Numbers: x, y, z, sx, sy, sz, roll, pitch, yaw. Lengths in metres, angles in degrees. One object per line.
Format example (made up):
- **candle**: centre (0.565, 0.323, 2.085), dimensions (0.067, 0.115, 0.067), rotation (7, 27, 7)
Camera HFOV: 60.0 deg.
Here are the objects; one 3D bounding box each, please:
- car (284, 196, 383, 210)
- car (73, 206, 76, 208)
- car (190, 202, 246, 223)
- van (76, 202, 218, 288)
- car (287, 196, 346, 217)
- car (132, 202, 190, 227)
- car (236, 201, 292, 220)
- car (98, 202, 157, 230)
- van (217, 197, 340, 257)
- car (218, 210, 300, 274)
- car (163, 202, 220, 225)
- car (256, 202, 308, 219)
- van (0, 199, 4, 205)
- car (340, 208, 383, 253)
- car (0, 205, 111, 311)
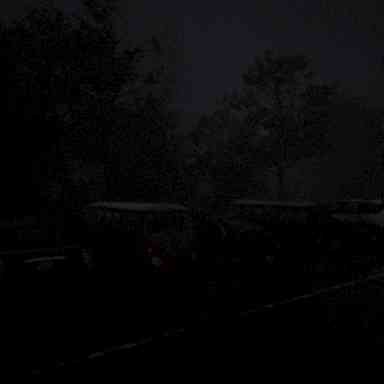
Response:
- **car**: centre (7.530, 1.341, 15.862), dimensions (2.435, 2.045, 5.566), rotation (1, 0, -36)
- **car**: centre (-6.971, 1.561, 21.532), dimensions (2.002, 1.452, 4.674), rotation (1, 0, -36)
- **car**: centre (2.072, 1.644, 28.040), dimensions (2.163, 1.488, 4.792), rotation (1, 0, -36)
- **van**: centre (-1.507, 1.272, 9.220), dimensions (1.878, 1.987, 4.442), rotation (1, 0, -36)
- **car**: centre (13.329, 1.506, 36.026), dimensions (2.435, 2.045, 5.566), rotation (1, 0, -36)
- **car**: centre (-2.438, 1.568, 24.771), dimensions (2.097, 1.535, 5.008), rotation (1, 0, -36)
- **car**: centre (6.621, 1.668, 31.253), dimensions (2.097, 1.535, 5.008), rotation (1, 0, -36)
- **car**: centre (-4.599, 1.542, 23.003), dimensions (1.946, 1.575, 5.366), rotation (1, 0, -36)
- **van**: centre (2.919, 1.319, 12.670), dimensions (1.878, 1.987, 4.442), rotation (1, 0, -36)
- **car**: centre (0.709, 1.523, 10.939), dimensions (2.231, 1.521, 4.892), rotation (1, 0, -36)
- **car**: centre (-0.159, 1.621, 26.372), dimensions (2.163, 1.488, 4.792), rotation (1, 0, -36)
- **car**: centre (8.783, 1.734, 32.804), dimensions (2.002, 1.452, 4.674), rotation (1, 0, -36)
- **van**: centre (-11.572, 1.249, 18.390), dimensions (1.878, 1.987, 4.442), rotation (0, 0, -36)
- **car**: centre (5.268, 1.568, 14.201), dimensions (2.097, 1.535, 5.008), rotation (1, 0, -36)
- **car**: centre (-3.838, 1.349, 7.658), dimensions (2.185, 1.767, 4.553), rotation (1, 0, -36)
